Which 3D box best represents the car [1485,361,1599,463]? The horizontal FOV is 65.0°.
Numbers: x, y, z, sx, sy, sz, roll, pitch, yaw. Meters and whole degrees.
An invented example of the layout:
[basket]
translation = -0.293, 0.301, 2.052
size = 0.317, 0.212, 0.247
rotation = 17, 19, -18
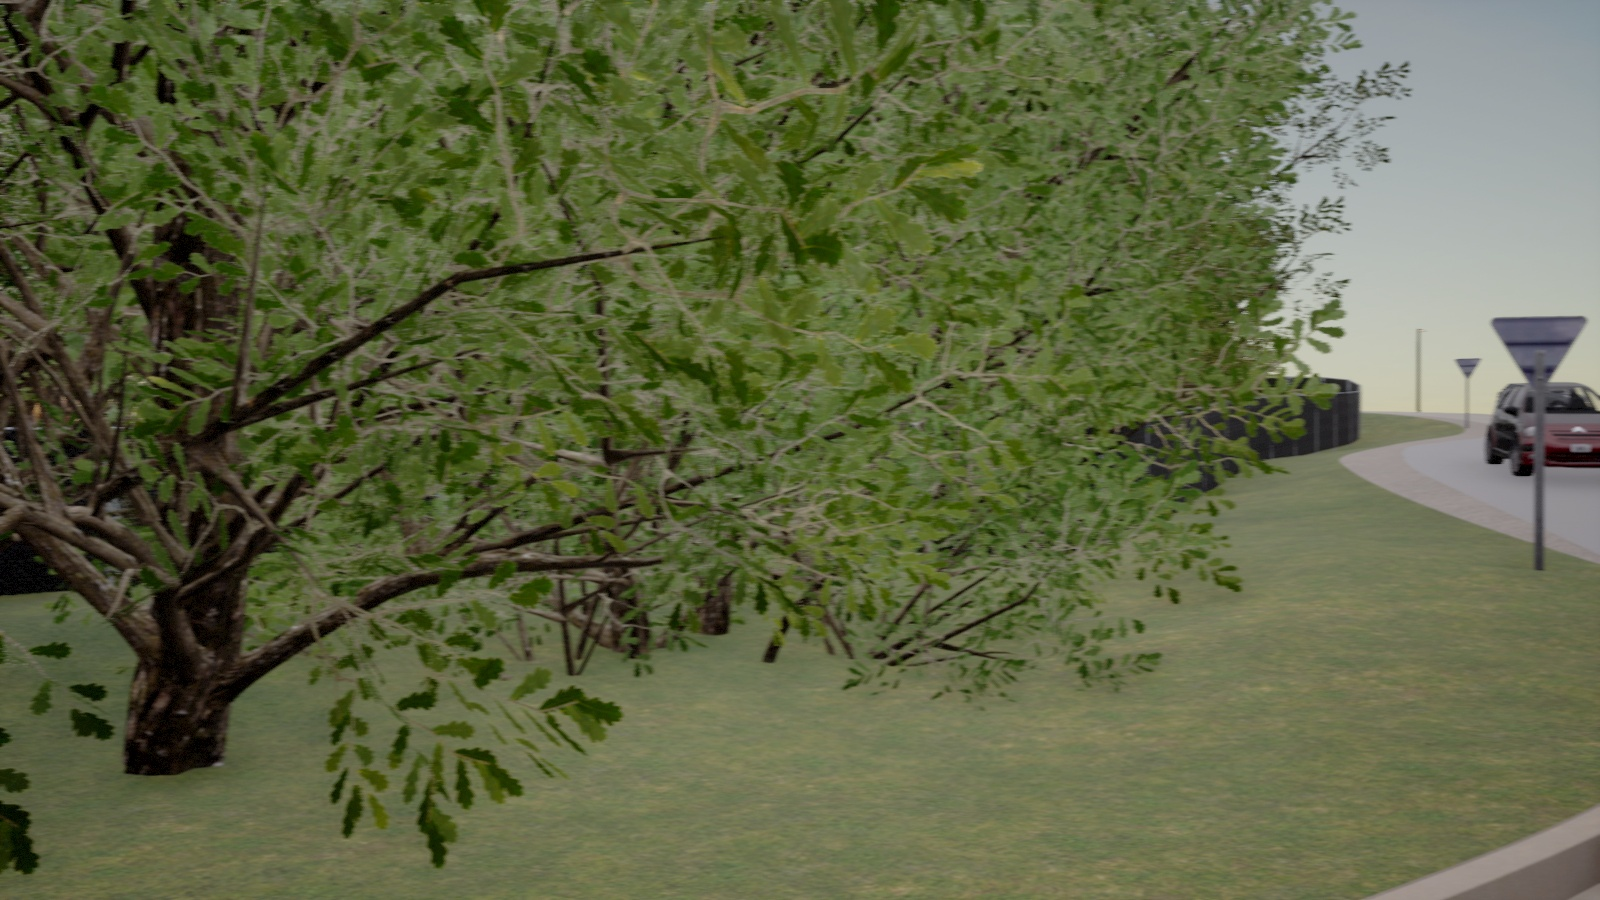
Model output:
[car]
translation = 13.774, -0.750, 22.702
size = 1.851, 1.617, 3.988
rotation = 0, 4, 20
